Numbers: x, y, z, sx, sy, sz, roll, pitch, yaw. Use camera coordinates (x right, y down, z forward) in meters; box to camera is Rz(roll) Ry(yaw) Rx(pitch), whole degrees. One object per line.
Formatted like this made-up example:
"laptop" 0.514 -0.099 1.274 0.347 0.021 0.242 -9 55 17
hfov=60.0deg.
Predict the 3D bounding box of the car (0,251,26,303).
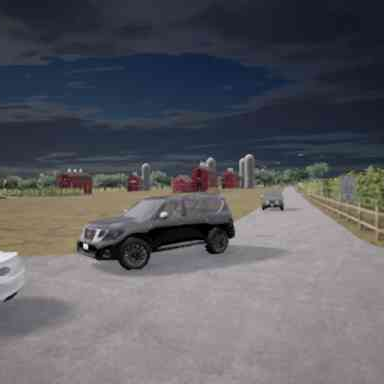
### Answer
"car" -5.626 1.632 6.053 4.674 1.442 1.812 -2 1 -15

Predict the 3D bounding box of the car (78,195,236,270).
"car" -0.914 1.148 11.230 5.566 2.045 2.150 -1 1 -41

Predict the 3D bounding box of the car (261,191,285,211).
"car" 8.658 0.888 35.404 2.150 2.045 5.566 0 1 16
